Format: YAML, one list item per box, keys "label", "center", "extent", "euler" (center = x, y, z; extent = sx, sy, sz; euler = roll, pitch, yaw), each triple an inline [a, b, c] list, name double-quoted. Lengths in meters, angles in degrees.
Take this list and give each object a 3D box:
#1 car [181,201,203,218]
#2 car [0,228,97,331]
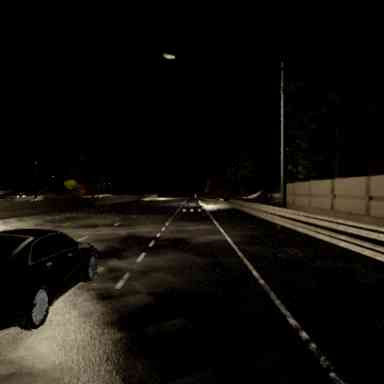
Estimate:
- label: "car"
  center: [0.004, 1.565, 30.301]
  extent: [2.033, 1.411, 5.357]
  euler: [0, 0, 0]
- label: "car"
  center: [-3.399, 1.506, 6.866]
  extent: [1.837, 1.490, 4.892]
  euler: [0, 0, 0]
